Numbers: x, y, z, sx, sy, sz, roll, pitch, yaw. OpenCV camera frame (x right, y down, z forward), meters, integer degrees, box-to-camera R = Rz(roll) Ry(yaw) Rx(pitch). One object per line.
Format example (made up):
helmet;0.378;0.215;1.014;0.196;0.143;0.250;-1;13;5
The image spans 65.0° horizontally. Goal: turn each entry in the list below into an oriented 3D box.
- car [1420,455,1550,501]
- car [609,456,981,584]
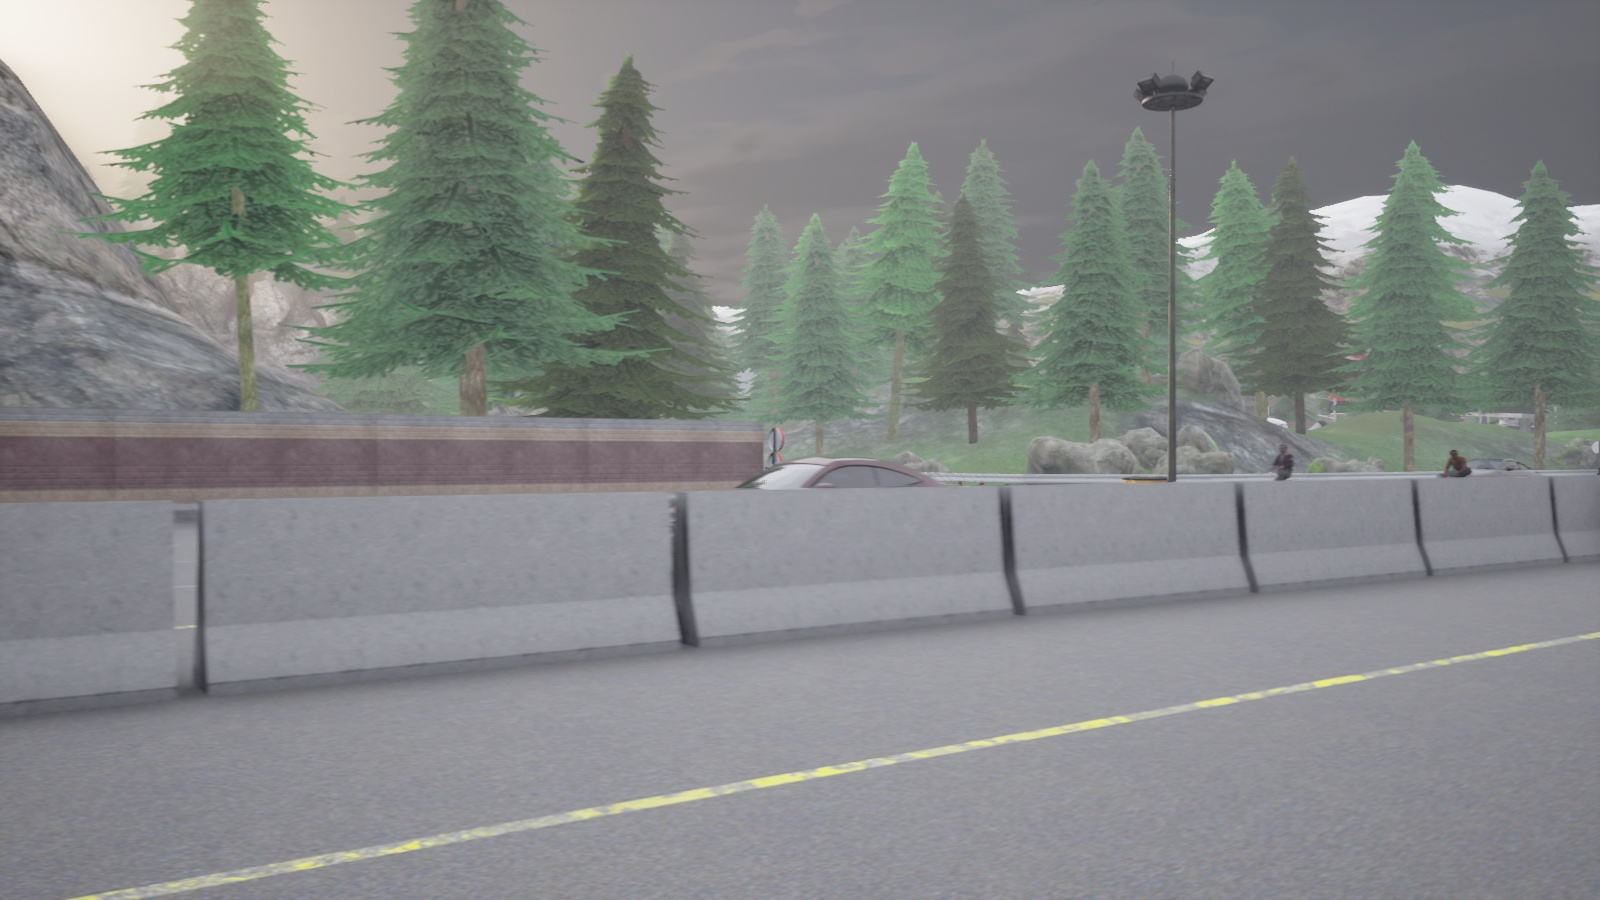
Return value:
car;22.004;0.861;40.307;4.181;1.385;1.994;0;0;-35
car;0.023;0.811;16.470;4.674;1.442;1.812;0;0;-35
